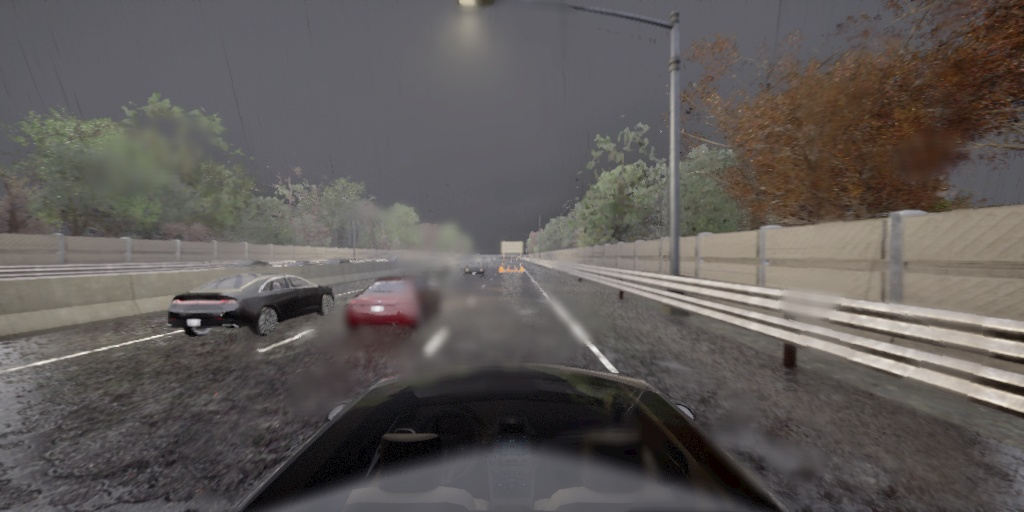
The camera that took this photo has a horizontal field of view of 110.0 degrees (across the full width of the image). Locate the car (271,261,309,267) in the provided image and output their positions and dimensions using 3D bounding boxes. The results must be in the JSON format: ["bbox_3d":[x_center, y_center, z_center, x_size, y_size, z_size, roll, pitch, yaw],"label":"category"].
[{"bbox_3d":[-21.055,1.253,35.901,2.033,1.411,5.357,0,0,0],"label":"car"}]

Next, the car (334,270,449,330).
[{"bbox_3d":[-3.396,1.299,11.060,1.994,1.385,4.181,0,0,0],"label":"car"}]

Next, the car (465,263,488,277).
[{"bbox_3d":[-3.389,1.309,34.873,1.895,1.301,4.718,0,0,0],"label":"car"}]

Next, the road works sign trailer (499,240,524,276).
[{"bbox_3d":[0.010,0.171,36.743,2.380,3.560,2.880,0,0,0],"label":"road works sign trailer"}]

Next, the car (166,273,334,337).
[{"bbox_3d":[-6.897,1.227,10.208,2.128,1.511,4.902,0,0,0],"label":"car"}]

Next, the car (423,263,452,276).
[{"bbox_3d":[-6.889,1.309,33.642,1.895,1.301,4.718,0,0,0],"label":"car"}]

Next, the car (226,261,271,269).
[{"bbox_3d":[-24.569,1.212,33.749,1.837,1.490,4.892,0,0,0],"label":"car"}]

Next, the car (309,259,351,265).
[{"bbox_3d":[-17.556,1.058,35.571,2.097,1.767,4.553,0,0,0],"label":"car"}]
